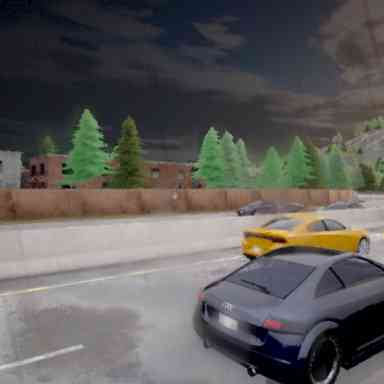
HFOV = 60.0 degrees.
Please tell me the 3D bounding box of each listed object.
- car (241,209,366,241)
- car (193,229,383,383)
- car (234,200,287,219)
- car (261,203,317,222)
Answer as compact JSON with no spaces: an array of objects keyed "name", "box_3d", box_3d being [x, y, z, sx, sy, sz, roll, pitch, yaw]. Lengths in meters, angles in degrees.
[{"name":"car","box_3d":[3.837,1.470,10.826,5.008,1.535,1.882,0,0,-36]},{"name":"car","box_3d":[2.081,1.561,5.267,4.181,1.385,1.994,0,0,-35]},{"name":"car","box_3d":[6.214,1.497,30.029,4.892,1.490,1.837,0,0,-36]},{"name":"car","box_3d":[7.888,1.586,26.914,4.718,1.301,1.895,0,0,-36]}]
